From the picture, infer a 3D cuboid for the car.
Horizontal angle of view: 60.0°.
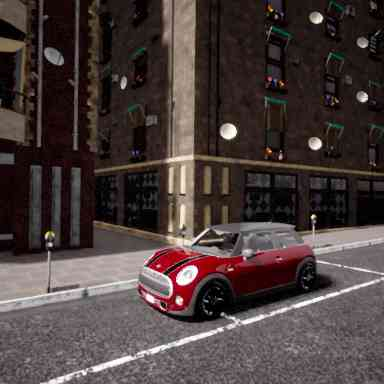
[{"bbox_3d":[0.855,1.441,7.300,4.097,1.590,1.967,0,1,-35],"label":"car"}]
